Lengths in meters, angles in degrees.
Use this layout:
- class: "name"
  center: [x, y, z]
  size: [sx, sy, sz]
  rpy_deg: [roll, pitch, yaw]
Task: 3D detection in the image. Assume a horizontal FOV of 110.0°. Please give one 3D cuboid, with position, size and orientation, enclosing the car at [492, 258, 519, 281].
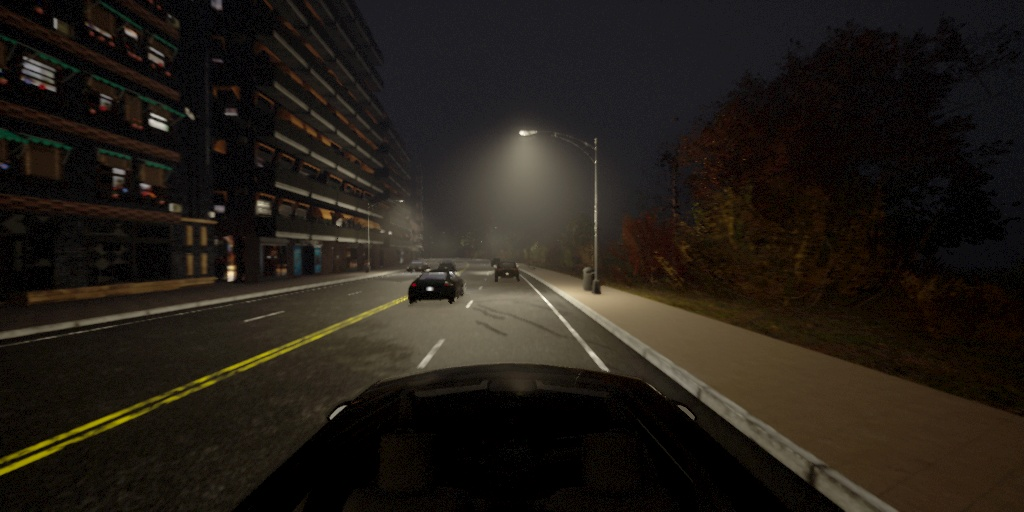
- class: "car"
  center: [-0.439, 1.150, 28.930]
  size: [1.882, 1.535, 5.008]
  rpy_deg: [0, 0, -2]

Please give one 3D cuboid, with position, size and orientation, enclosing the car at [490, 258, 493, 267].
- class: "car"
  center: [-2.721, 1.069, 62.149]
  size: [1.837, 1.490, 4.892]
  rpy_deg: [0, 0, -5]

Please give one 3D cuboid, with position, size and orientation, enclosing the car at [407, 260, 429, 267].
- class: "car"
  center: [-11.036, 1.214, 42.454]
  size: [2.033, 1.411, 5.357]
  rpy_deg: [0, 0, -3]

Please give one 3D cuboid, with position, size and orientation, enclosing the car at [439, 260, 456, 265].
- class: "car"
  center: [-7.862, 1.214, 43.687]
  size: [1.994, 1.385, 4.181]
  rpy_deg: [0, 0, -3]

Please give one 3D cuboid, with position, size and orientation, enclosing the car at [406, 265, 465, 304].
- class: "car"
  center: [-3.319, 1.284, 16.338]
  size: [1.994, 1.385, 4.181]
  rpy_deg: [0, 0, -1]
